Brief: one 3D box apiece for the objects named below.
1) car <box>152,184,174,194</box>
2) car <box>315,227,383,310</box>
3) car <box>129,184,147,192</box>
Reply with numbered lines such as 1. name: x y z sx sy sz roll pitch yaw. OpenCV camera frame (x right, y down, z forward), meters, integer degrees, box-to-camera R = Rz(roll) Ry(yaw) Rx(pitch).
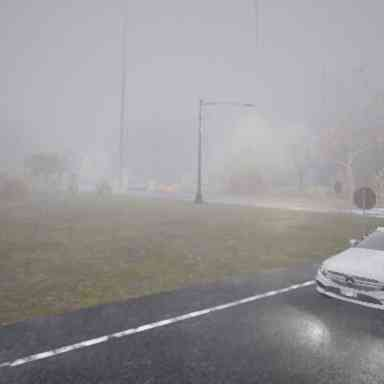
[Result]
1. car: -4.964 -0.566 57.073 2.097 1.767 4.553 0 2 -36
2. car: 4.646 1.479 7.183 4.674 1.442 1.812 0 0 -35
3. car: -10.575 -0.752 64.896 1.882 1.535 5.008 0 2 -36
